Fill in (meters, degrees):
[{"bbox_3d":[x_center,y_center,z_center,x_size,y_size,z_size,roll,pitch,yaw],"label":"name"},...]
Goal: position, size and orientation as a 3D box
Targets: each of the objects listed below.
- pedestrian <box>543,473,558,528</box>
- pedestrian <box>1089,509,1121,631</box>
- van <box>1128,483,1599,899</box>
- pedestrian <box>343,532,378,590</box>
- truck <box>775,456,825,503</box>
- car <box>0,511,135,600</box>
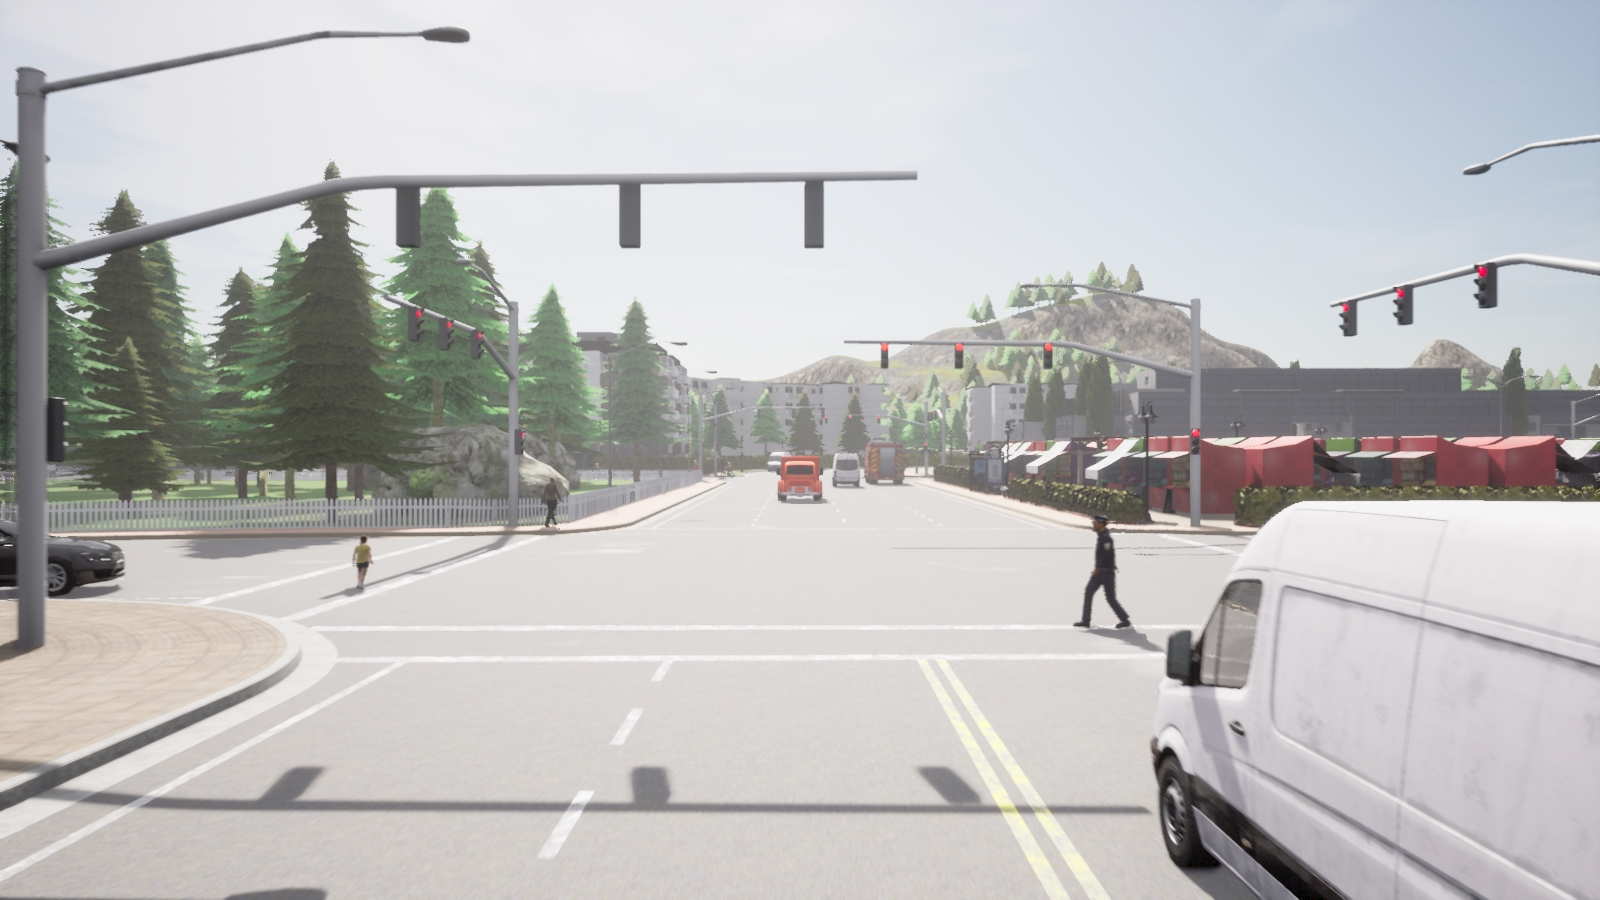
[{"bbox_3d":[-8.462,1.698,38.767,0.375,1.860,0.375,0,0,13],"label":"pedestrian"},{"bbox_3d":[4.722,1.846,17.697,0.375,1.860,0.375,0,0,-3],"label":"pedestrian"},{"bbox_3d":[3.505,1.535,5.808,1.988,2.561,5.915,0,0,0],"label":"van"},{"bbox_3d":[-8.632,2.176,22.451,0.500,1.100,0.500,0,0,1],"label":"pedestrian"},{"bbox_3d":[-0.004,1.569,62.966,2.627,2.467,5.204,0,0,0],"label":"truck"},{"bbox_3d":[-15.667,2.006,21.728,4.892,1.480,2.231,0,0,-19],"label":"car"}]
